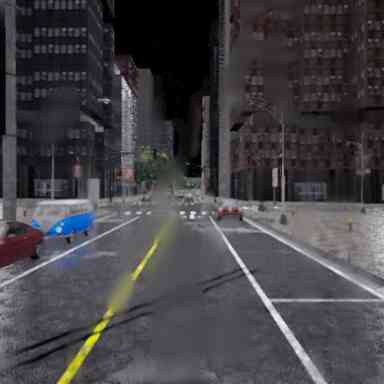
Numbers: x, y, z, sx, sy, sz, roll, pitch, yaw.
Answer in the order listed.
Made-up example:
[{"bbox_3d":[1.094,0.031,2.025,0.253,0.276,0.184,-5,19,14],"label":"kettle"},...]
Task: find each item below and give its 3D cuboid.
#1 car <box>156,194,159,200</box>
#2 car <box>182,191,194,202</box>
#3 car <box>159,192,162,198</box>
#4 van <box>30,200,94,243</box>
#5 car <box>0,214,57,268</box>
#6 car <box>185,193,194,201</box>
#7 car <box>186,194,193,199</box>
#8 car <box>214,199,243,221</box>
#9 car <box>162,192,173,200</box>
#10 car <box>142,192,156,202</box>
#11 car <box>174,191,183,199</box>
[{"bbox_3d":[-9.111,0.957,72.755,2.192,1.841,5.009,0,0,0],"label":"car"},{"bbox_3d":[-0.555,1.098,67.374,1.967,1.590,4.097,0,0,0],"label":"car"},{"bbox_3d":[-9.170,1.137,83.437,1.752,1.417,4.829,0,0,0],"label":"car"},{"bbox_3d":[-5.754,1.259,15.099,1.690,1.788,3.998,0,0,0],"label":"van"},{"bbox_3d":[-5.758,1.528,9.659,1.802,1.307,4.206,0,0,0],"label":"car"},{"bbox_3d":[-0.586,1.082,72.799,1.967,1.590,4.097,0,0,0],"label":"car"},{"bbox_3d":[-0.676,1.141,89.073,1.887,1.381,4.507,0,0,0],"label":"car"},{"bbox_3d":[2.778,1.302,25.978,1.967,1.590,4.097,0,0,0],"label":"car"},{"bbox_3d":[-6.408,1.088,83.984,1.882,1.535,5.008,0,0,0],"label":"car"},{"bbox_3d":[-9.080,1.224,67.329,1.947,1.339,4.313,0,0,0],"label":"car"},{"bbox_3d":[-3.463,1.177,93.984,1.895,1.301,4.718,0,0,0],"label":"car"}]
